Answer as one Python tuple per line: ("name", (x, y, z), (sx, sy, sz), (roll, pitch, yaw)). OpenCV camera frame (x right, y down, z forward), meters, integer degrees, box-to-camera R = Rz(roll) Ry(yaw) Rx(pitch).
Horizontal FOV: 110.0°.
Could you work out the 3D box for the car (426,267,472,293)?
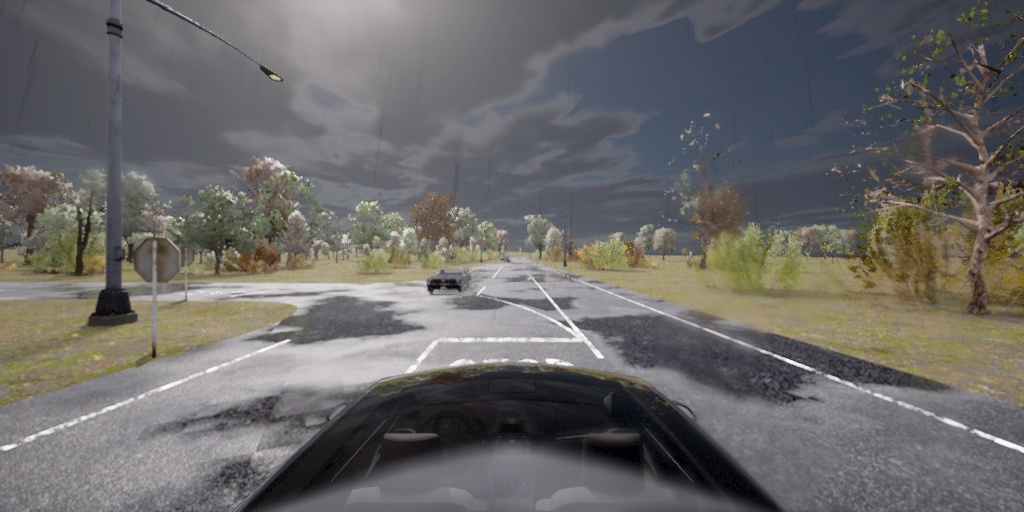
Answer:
("car", (-3.478, 1.323, 20.422), (1.895, 1.301, 4.718), (0, 0, 0))
